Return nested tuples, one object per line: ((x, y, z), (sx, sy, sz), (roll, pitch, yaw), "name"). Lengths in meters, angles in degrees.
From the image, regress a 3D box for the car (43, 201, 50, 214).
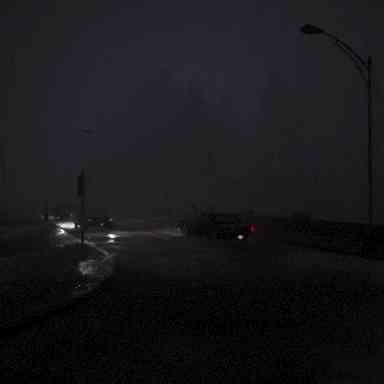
((-16.877, 1.864, 40.390), (1.882, 1.535, 5.008), (1, -1, -30), "car")

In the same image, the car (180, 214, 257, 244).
((1.152, 1.794, 17.229), (1.895, 1.301, 4.718), (1, -1, -29), "car")

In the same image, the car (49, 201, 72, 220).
((-11.804, 1.797, 31.478), (2.128, 1.511, 4.902), (1, -1, -30), "car")

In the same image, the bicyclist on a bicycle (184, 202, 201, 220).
((0.078, 1.651, 27.620), (1.656, 1.620, 0.582), (0, -1, -30), "bicyclist on a bicycle")

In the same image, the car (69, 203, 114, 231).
((-6.812, 1.753, 22.788), (1.812, 1.442, 4.674), (1, -1, -31), "car")
